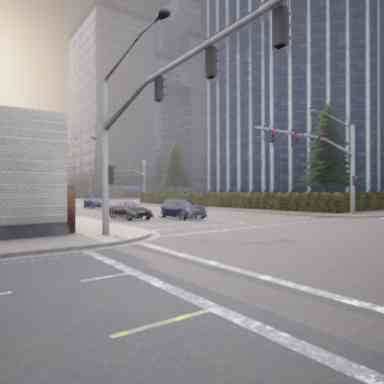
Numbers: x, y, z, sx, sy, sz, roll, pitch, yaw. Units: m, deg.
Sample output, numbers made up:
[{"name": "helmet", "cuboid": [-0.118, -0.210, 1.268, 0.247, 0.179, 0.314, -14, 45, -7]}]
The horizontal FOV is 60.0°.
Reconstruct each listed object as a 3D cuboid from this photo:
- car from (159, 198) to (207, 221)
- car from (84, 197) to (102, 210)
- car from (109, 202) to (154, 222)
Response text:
[{"name": "car", "cuboid": [-0.762, 1.306, 26.899, 2.097, 1.767, 4.553, 0, 0, -36]}, {"name": "car", "cuboid": [-12.707, 1.432, 43.670, 1.882, 1.535, 5.008, 0, 0, -35]}, {"name": "car", "cuboid": [-5.077, 1.525, 26.915, 2.033, 1.411, 5.357, 0, 0, -36]}]
